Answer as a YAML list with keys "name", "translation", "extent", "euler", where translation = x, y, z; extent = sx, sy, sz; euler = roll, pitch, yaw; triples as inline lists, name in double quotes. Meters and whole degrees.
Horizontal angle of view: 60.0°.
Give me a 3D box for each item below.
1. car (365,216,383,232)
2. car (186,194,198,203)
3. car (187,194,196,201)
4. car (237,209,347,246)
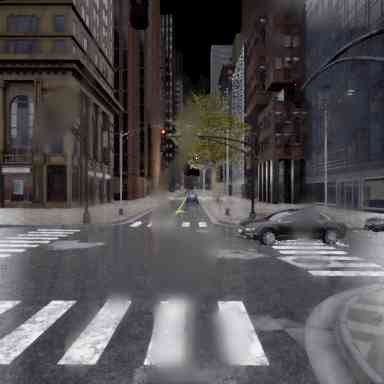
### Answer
- name: "car"
  translation: [11.907, 1.631, 18.350]
  extent: [4.403, 1.369, 2.008]
  euler: [0, 0, 0]
- name: "car"
  translation: [0.015, 1.057, 59.310]
  extent: [2.097, 1.767, 4.553]
  euler: [0, 1, 0]
- name: "car"
  translation: [-0.056, 1.109, 70.734]
  extent: [1.812, 1.442, 4.674]
  euler: [0, 1, 0]
- name: "car"
  translation: [4.498, 1.529, 15.051]
  extent: [4.892, 1.490, 1.837]
  euler: [1, -1, -10]
